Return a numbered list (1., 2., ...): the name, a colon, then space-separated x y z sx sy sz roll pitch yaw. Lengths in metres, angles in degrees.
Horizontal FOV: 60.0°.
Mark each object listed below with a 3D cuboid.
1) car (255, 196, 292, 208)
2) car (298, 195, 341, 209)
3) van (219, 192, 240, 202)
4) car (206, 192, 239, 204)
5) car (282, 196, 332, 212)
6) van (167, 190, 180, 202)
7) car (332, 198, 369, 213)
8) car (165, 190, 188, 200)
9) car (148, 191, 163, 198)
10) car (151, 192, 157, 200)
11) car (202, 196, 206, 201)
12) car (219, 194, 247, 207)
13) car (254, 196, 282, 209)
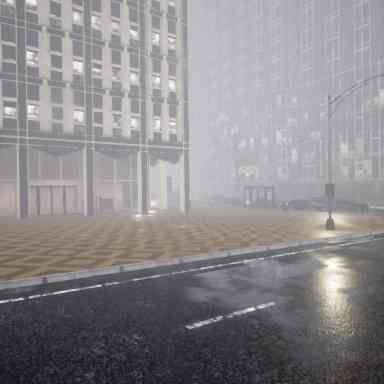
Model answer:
1. car: 10.676 1.275 43.745 1.812 1.442 4.674 -1 1 -34
2. car: 15.929 1.245 41.712 1.837 1.490 4.892 -1 2 -34
3. van: 6.723 0.855 59.872 1.690 1.788 3.998 0 1 -34
4. car: 4.851 1.159 52.339 1.837 1.490 4.892 -1 1 -34
5. car: 12.467 1.423 36.291 1.947 1.339 4.313 0 1 -34
6. van: -3.402 0.937 59.863 1.690 1.788 3.998 0 1 -34
7. car: 16.413 1.405 35.308 1.994 1.385 4.181 -1 1 -34
8. car: -3.384 0.645 70.094 2.150 2.045 5.566 -1 1 -34
9. car: -9.254 0.686 83.374 1.967 1.590 4.097 0 1 -34
10. car: -9.793 1.039 69.266 2.008 1.369 4.403 0 1 -34
11. car: 3.528 1.043 64.575 1.802 1.307 4.206 0 1 -34
12. car: 6.138 1.319 45.736 1.947 1.339 4.313 0 1 -34
13. car: 9.285 1.388 41.003 1.802 1.307 4.206 0 1 -34
